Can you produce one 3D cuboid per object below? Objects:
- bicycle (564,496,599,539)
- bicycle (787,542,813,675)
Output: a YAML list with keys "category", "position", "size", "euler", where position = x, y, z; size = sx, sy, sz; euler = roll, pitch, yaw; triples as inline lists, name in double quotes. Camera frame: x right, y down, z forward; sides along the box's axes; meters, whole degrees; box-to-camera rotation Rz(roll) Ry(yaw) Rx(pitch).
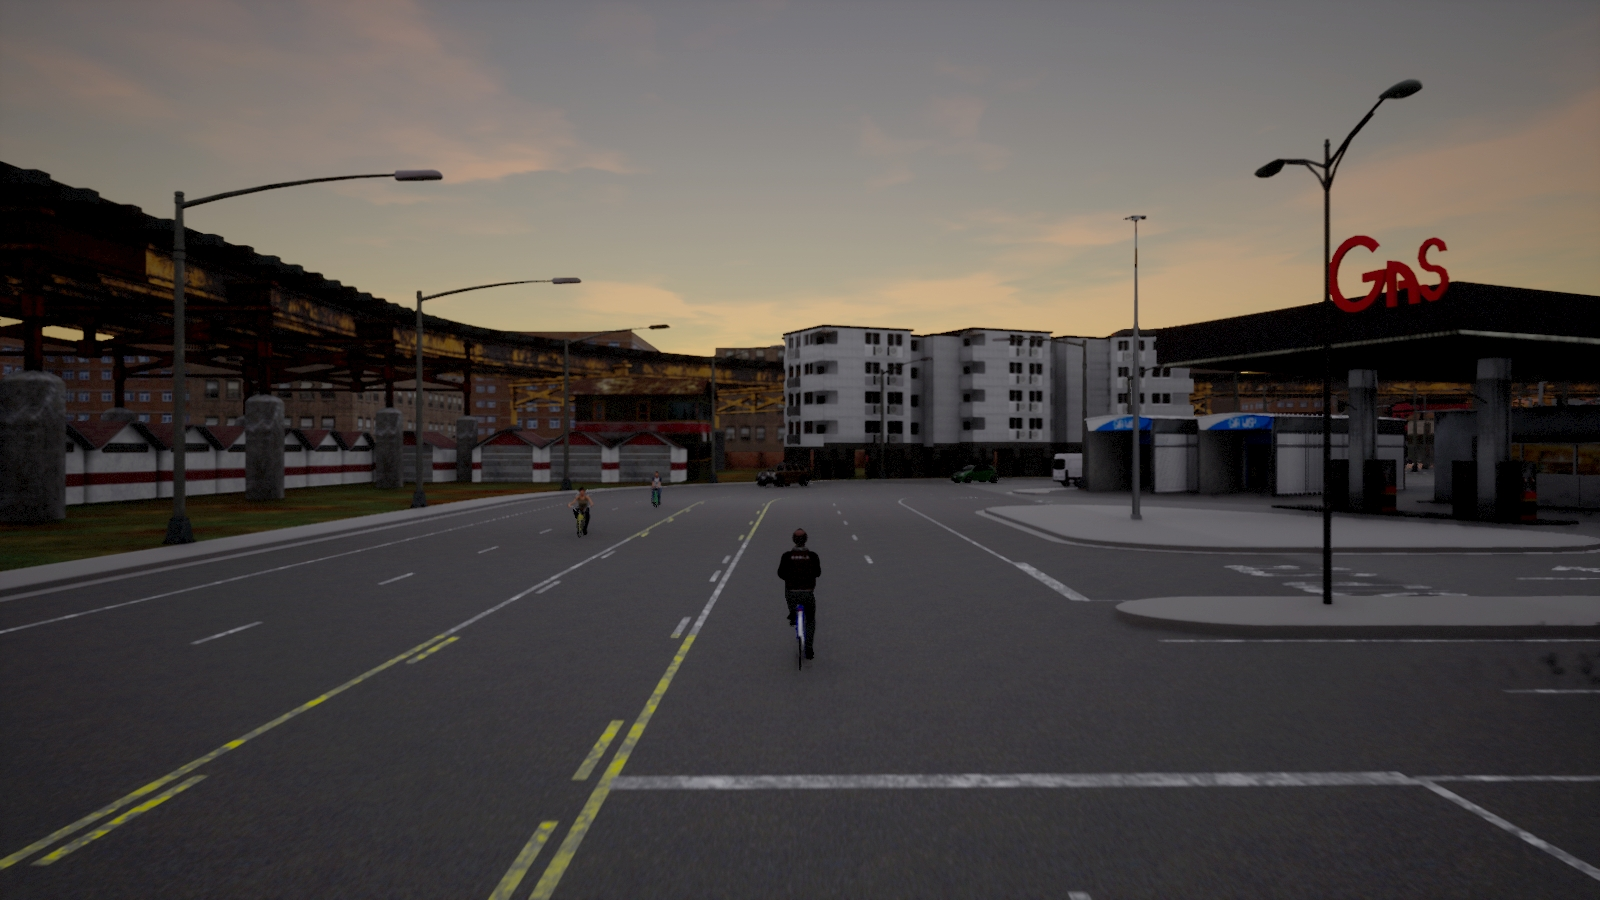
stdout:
- category: "bicycle"
  position: [-7.004, 2.145, 36.669]
  size: [0.859, 1.301, 1.487]
  euler: [0, 0, 0]
- category: "bicycle"
  position: [-0.004, 2.048, 15.140]
  size: [0.329, 1.496, 1.835]
  euler: [0, 0, 0]
